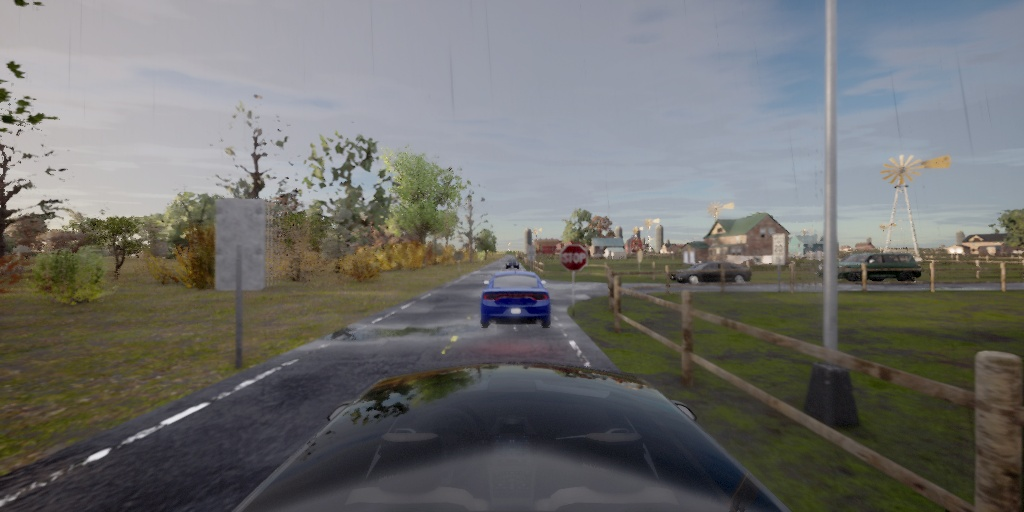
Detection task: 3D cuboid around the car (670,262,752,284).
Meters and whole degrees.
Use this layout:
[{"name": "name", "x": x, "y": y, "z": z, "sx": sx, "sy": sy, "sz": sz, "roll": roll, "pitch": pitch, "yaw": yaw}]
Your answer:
[{"name": "car", "x": 13.006, "y": 1.136, "z": 23.621, "sx": 4.892, "sy": 1.490, "sz": 1.837, "roll": 0, "pitch": 0, "yaw": 1}]

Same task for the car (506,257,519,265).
[{"name": "car", "x": 0.080, "y": 1.163, "z": 51.525, "sx": 1.895, "sy": 1.301, "sz": 4.718, "roll": 0, "pitch": 0, "yaw": 0}]

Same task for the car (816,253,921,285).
[{"name": "car", "x": 23.546, "y": 0.810, "z": 23.766, "sx": 5.566, "sy": 2.045, "sz": 2.150, "roll": 0, "pitch": 0, "yaw": -1}]

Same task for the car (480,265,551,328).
[{"name": "car", "x": 0.097, "y": 1.199, "z": 11.303, "sx": 1.882, "sy": 1.535, "sz": 5.008, "roll": 0, "pitch": 0, "yaw": 0}]
